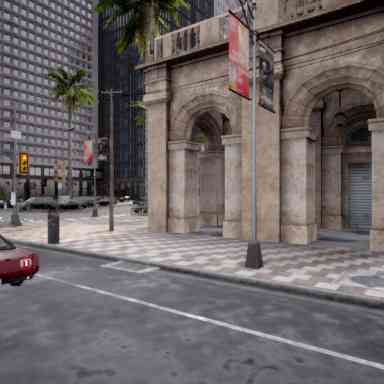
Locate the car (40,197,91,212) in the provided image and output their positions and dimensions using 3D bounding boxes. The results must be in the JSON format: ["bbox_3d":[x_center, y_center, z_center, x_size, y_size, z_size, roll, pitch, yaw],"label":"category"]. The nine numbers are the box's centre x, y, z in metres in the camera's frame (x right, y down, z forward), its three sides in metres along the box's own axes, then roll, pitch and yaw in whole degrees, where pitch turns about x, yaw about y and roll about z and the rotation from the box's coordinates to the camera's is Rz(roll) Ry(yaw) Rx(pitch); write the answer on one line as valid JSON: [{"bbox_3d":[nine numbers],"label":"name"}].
[{"bbox_3d":[-14.717,1.601,38.904,1.895,1.301,4.718,0,0,36],"label":"car"}]

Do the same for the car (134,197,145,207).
[{"bbox_3d":[-6.032,1.491,50.950,2.128,1.511,4.902,0,0,36],"label":"car"}]

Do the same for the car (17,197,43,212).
[{"bbox_3d":[-18.575,1.353,39.539,2.097,1.767,4.553,0,0,36],"label":"car"}]

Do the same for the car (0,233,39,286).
[{"bbox_3d":[-5.828,1.601,8.200,4.718,1.301,1.895,0,0,37],"label":"car"}]

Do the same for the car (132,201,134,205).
[{"bbox_3d":[-7.407,1.547,55.024,2.033,1.411,5.357,0,0,36],"label":"car"}]

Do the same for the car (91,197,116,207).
[{"bbox_3d":[-13.928,1.513,51.276,2.161,1.482,4.786,0,0,35],"label":"car"}]
